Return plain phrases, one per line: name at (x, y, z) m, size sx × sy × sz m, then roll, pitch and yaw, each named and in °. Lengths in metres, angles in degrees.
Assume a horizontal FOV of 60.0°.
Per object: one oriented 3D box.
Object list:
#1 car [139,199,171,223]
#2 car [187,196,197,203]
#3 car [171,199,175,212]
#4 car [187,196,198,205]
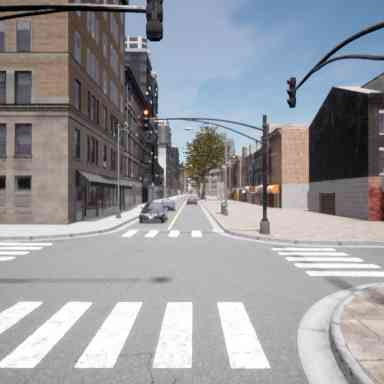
car at (-2.878, 1.509, 25.448) m, size 1.812 × 1.442 × 4.674 m, roll 0°, pitch 0°, yaw 0°
car at (0.027, 1.532, 69.210) m, size 1.994 × 1.385 × 4.181 m, roll 0°, pitch 0°, yaw 0°
car at (-2.892, 1.521, 38.750) m, size 2.033 × 1.411 × 5.357 m, roll 0°, pitch 0°, yaw 0°
car at (0.033, 1.516, 58.928) m, size 2.033 × 1.411 × 5.357 m, roll 0°, pitch 0°, yaw 1°
